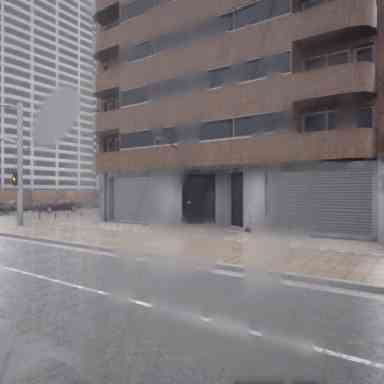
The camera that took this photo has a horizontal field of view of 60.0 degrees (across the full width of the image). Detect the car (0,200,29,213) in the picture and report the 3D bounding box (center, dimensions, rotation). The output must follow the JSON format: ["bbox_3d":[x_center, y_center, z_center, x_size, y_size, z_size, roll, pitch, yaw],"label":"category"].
[{"bbox_3d":[-19.507,1.547,37.395,2.033,1.411,5.357,0,0,35],"label":"car"}]

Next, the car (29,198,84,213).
[{"bbox_3d":[-15.137,1.477,37.555,1.882,1.535,5.008,0,0,35],"label":"car"}]

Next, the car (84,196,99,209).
[{"bbox_3d":[-13.813,1.564,45.595,1.994,1.385,4.181,0,0,35],"label":"car"}]
